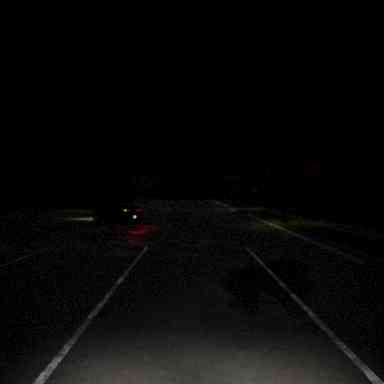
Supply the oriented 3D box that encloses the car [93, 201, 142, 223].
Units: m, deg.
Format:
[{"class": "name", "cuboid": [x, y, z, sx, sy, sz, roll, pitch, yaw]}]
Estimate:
[{"class": "car", "cuboid": [-5.571, 1.427, 24.510, 1.837, 1.490, 4.892, 2, -1, -43]}]
